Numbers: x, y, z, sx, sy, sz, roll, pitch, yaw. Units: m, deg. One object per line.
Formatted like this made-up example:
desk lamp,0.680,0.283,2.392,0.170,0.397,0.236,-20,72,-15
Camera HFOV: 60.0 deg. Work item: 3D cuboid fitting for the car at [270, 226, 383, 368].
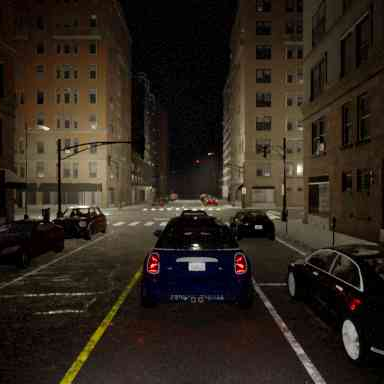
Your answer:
car,2.873,1.551,5.571,2.008,1.369,4.403,0,0,0

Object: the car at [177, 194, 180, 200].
car,-5.260,1.457,91.565,2.192,1.841,5.009,0,0,0

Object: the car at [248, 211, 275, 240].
car,2.910,1.567,16.573,1.947,1.339,4.313,0,0,0

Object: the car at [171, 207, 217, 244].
car,0.100,1.565,16.647,1.994,1.385,4.181,0,0,1

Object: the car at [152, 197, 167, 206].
car,-5.455,1.618,53.705,1.802,1.307,4.206,0,0,0

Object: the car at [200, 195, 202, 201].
car,3.126,1.607,64.481,2.008,1.369,4.403,0,0,0

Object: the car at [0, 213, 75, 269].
car,-5.634,1.582,11.101,1.802,1.307,4.206,0,0,0

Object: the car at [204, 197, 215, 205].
car,3.098,1.571,59.243,1.752,1.417,4.829,0,0,0

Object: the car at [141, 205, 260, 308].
car,0.105,1.352,8.064,2.097,1.767,4.553,0,0,0

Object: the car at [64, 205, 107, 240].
car,-5.616,1.441,16.603,1.967,1.590,4.097,0,0,0

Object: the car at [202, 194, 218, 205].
car,3.069,1.476,53.663,1.967,1.590,4.097,0,0,0

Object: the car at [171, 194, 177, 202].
car,-5.316,1.626,80.577,1.752,1.417,4.829,0,0,0

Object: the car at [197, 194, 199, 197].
car,3.264,1.457,91.526,2.192,1.841,5.009,0,0,0

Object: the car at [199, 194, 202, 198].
car,3.181,1.524,75.299,1.967,1.590,4.097,0,0,0

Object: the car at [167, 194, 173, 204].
car,-5.399,1.607,64.522,2.008,1.369,4.403,0,0,0
